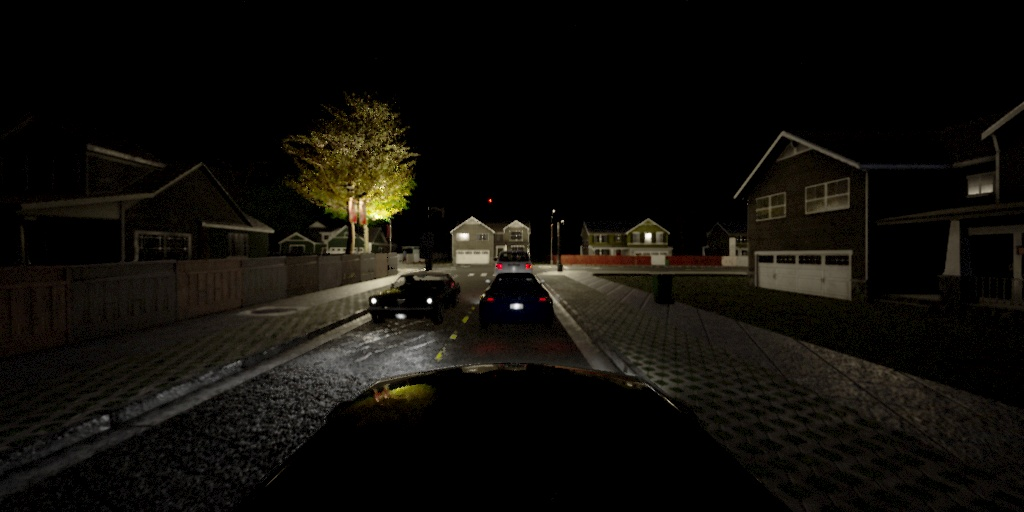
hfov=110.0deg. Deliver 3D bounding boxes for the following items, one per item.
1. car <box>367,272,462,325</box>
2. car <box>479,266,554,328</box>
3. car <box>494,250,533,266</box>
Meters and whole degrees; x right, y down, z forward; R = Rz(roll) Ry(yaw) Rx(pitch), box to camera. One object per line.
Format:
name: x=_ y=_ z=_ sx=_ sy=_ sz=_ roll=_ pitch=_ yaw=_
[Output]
car: x=-2.841 y=1.206 z=11.392 sx=1.895 sy=1.301 sz=4.718 roll=0 pitch=1 yaw=0
car: x=0.104 y=1.178 z=10.828 sx=1.994 sy=1.385 sz=4.181 roll=0 pitch=1 yaw=0
car: x=0.101 y=0.678 z=21.414 sx=2.150 sy=2.045 sz=5.566 roll=0 pitch=1 yaw=0
